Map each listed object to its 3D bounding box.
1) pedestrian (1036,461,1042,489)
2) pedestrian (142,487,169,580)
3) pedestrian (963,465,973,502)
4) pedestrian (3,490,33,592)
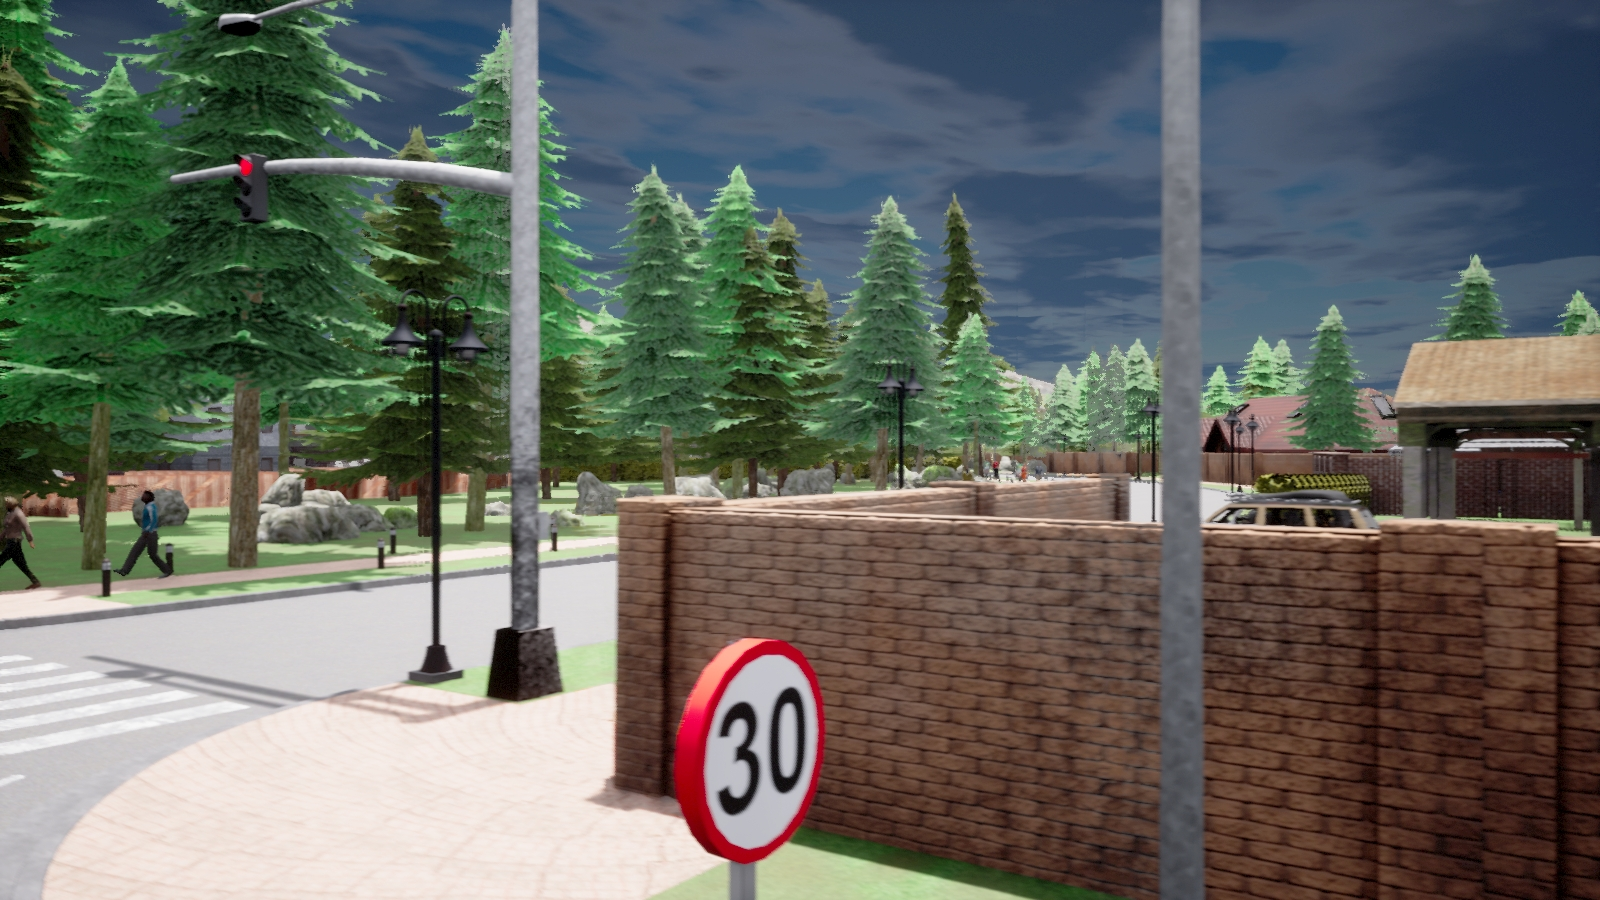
[{"bbox_3d":[16.129,1.685,77.205,0.375,1.860,0.375,0,0,14],"label":"pedestrian"},{"bbox_3d":[-13.082,1.680,23.188,0.375,1.860,0.375,0,0,44],"label":"pedestrian"},{"bbox_3d":[8.429,1.681,57.232,0.375,1.860,0.375,0,0,27],"label":"pedestrian"},{"bbox_3d":[-14.567,1.681,21.278,0.375,1.860,0.375,0,0,41],"label":"pedestrian"}]
